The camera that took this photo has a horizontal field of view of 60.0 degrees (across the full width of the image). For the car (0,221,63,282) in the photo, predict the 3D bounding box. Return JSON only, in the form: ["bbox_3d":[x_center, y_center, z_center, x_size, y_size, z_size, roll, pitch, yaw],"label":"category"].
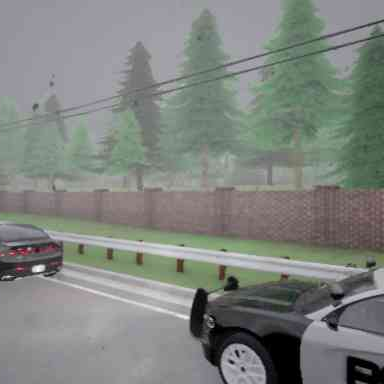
[{"bbox_3d":[-5.598,1.601,9.416,4.892,1.490,1.837,0,-1,37],"label":"car"}]

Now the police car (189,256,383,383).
[{"bbox_3d":[2.300,1.474,3.464,5.238,1.638,1.930,0,-1,37],"label":"police car"}]
